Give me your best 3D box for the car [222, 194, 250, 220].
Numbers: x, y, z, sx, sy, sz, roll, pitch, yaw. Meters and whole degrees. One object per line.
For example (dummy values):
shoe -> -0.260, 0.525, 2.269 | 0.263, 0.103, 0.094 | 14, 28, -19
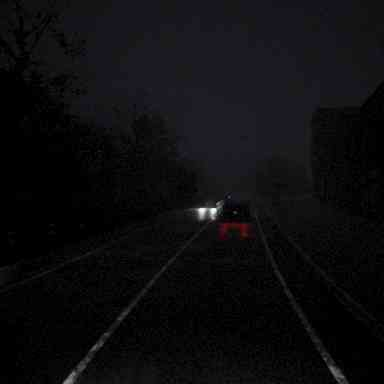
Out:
car -> 3.348, 1.173, 25.137 | 1.882, 1.535, 5.008 | 0, 1, 9

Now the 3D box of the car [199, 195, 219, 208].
car -> 1.988, 1.034, 37.789 | 1.994, 1.385, 4.181 | 0, 1, 10
